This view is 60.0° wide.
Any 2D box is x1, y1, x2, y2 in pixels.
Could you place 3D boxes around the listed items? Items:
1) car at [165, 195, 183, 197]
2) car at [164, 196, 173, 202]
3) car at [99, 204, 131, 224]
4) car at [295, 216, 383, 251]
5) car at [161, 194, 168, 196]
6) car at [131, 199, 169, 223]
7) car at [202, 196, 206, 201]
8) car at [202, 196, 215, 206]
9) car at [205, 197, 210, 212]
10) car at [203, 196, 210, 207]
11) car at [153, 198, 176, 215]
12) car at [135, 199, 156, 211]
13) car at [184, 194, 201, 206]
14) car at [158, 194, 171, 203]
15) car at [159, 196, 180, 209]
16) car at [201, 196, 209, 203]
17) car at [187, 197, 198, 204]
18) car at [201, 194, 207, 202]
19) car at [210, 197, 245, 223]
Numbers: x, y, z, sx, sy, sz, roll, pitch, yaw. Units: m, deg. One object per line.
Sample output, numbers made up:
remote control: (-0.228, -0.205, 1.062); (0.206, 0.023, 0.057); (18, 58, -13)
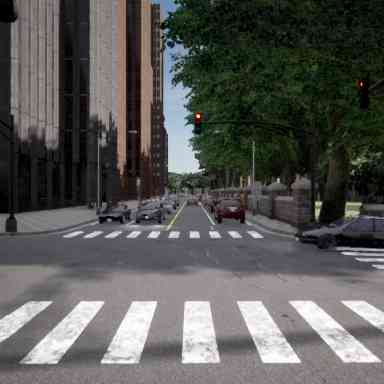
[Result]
car: (-2.988, 1.588, 54.096); (2.033, 1.411, 5.357); (0, 0, 0)
car: (-5.665, 1.617, 79.794); (1.887, 1.381, 4.507); (0, 0, 0)
car: (-5.731, 1.575, 25.224); (1.947, 1.339, 4.313); (0, 0, 0)
car: (7.221, 1.718, 13.974); (5.357, 1.411, 2.033); (1, 0, 10)
car: (-5.685, 1.632, 63.423); (1.802, 1.307, 4.206); (0, 0, 0)
car: (-3.075, 1.515, 25.496); (1.837, 1.490, 4.892); (0, 0, 1)
car: (2.820, 1.583, 47.049); (2.008, 1.369, 4.403); (0, 0, 0)
car: (2.834, 1.485, 57.962); (1.967, 1.590, 4.097); (0, 0, 0)
car: (2.807, 1.587, 36.136); (1.947, 1.339, 4.313); (0, 0, 0)
car: (2.814, 1.577, 41.592); (2.008, 1.369, 4.403); (0, 0, 0)
car: (-3.056, 1.620, 34.751); (1.895, 1.301, 4.718); (0, 0, 0)
car: (-5.711, 1.577, 41.595); (2.008, 1.369, 4.403); (0, 0, 0)
car: (0.124, 1.534, 55.781); (2.128, 1.511, 4.902); (0, 0, 1)
car: (-5.678, 1.372, 68.881); (2.192, 1.841, 5.009); (0, 0, 0)
car: (-3.038, 1.593, 43.952); (1.994, 1.385, 4.181); (0, 0, 0)
car: (2.854, 1.590, 74.501); (1.752, 1.417, 4.829); (0, 0, 0)
car: (0.081, 1.617, 65.761); (1.994, 1.385, 4.181); (0, 0, 0)
car: (2.827, 1.479, 52.505); (1.967, 1.590, 4.097); (0, 0, 0)
car: (2.794, 1.325, 25.223); (2.192, 1.841, 5.009); (0, 0, 0)
